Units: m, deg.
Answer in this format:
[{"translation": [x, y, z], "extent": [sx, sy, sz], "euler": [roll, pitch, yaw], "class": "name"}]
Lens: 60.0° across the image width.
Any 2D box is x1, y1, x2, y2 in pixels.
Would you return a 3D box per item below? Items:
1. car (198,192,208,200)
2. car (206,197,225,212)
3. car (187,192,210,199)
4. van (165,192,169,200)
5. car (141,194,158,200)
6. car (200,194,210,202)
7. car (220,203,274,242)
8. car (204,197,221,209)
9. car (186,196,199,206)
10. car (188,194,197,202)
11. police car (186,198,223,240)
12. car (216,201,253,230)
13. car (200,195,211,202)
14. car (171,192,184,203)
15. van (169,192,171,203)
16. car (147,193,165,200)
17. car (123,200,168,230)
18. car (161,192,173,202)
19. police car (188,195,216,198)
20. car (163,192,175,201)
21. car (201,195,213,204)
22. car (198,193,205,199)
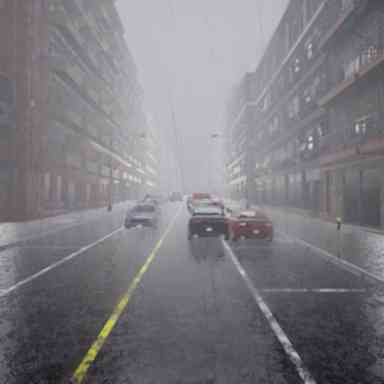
[{"translation": [2.616, 1.010, 82.020], "extent": [2.192, 1.841, 5.009], "euler": [1, 0, 0], "class": "car"}, {"translation": [2.612, 1.363, 37.773], "extent": [1.887, 1.381, 4.507], "euler": [1, 0, 0], "class": "car"}, {"translation": [0.849, 1.065, 32.355], "extent": [2.150, 2.045, 5.566], "euler": [0, 0, 0], "class": "car"}, {"translation": [-5.250, 1.099, 54.432], "extent": [1.690, 1.788, 3.998], "euler": [2, 0, 0], "class": "van"}, {"translation": [-5.267, 1.344, 37.672], "extent": [1.752, 1.417, 4.829], "euler": [2, 0, 0], "class": "car"}, {"translation": [2.647, 1.157, 70.958], "extent": [1.967, 1.590, 4.097], "euler": [1, 0, 0], "class": "car"}, {"translation": [2.596, 1.460, 15.651], "extent": [1.887, 1.381, 4.507], "euler": [1, 0, 0], "class": "car"}, {"translation": [2.616, 1.348, 43.305], "extent": [2.008, 1.369, 4.403], "euler": [1, 0, 0], "class": "car"}, {"translation": [0.039, 1.366, 52.095], "extent": [1.895, 1.301, 4.718], "euler": [0, 0, 0], "class": "car"}, {"translation": [0.050, 1.247, 67.046], "extent": [1.812, 1.442, 4.674], "euler": [0, 0, 0], "class": "car"}, {"translation": [0.721, 1.336, 16.427], "extent": [1.930, 1.638, 5.238], "euler": [0, 0, 0], "class": "police car"}, {"translation": [2.601, 1.412, 21.353], "extent": [1.752, 1.417, 4.829], "euler": [1, 0, 0], "class": "car"}, {"translation": [2.633, 1.274, 65.427], "extent": [1.887, 1.381, 4.507], "euler": [1, 0, 0], "class": "car"}, {"translation": [-2.739, 0.961, 61.120], "extent": [2.150, 2.045, 5.566], "euler": [0, 0, 1], "class": "car"}, {"translation": [-5.247, 1.084, 59.964], "extent": [1.690, 1.788, 3.998], "euler": [1, 0, 0], "class": "van"}, {"translation": [-5.258, 1.112, 43.373], "extent": [2.192, 1.841, 5.009], "euler": [2, 0, 0], "class": "car"}, {"translation": [-2.833, 1.438, 20.538], "extent": [2.033, 1.411, 5.357], "euler": [0, 0, 0], "class": "car"}, {"translation": [-5.238, 1.032, 71.024], "extent": [2.192, 1.841, 5.009], "euler": [1, 0, 0], "class": "car"}, {"translation": [0.844, 1.289, 26.432], "extent": [1.930, 1.638, 5.238], "euler": [0, 0, 0], "class": "police car"}, {"translation": [-5.234, 1.020, 76.554], "extent": [2.192, 1.841, 5.009], "euler": [1, 0, 0], "class": "car"}, {"translation": [2.629, 1.288, 59.897], "extent": [1.887, 1.381, 4.507], "euler": [1, 0, 0], "class": "car"}, {"translation": [2.620, 1.120, 93.083], "extent": [1.967, 1.590, 4.097], "euler": [1, 0, 0], "class": "car"}]
